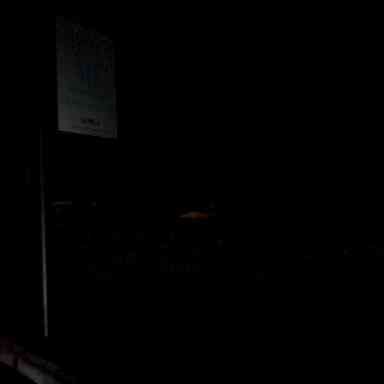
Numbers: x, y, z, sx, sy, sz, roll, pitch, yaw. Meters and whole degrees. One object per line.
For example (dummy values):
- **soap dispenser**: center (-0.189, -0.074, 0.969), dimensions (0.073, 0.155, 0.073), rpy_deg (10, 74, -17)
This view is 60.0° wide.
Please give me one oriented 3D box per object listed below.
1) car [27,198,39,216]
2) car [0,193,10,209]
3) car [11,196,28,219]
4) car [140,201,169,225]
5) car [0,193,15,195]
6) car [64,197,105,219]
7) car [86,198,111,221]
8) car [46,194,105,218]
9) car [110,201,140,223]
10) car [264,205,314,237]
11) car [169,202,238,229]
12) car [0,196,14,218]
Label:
- **car**: center (-12.370, 1.461, 31.471), dimensions (2.231, 1.521, 4.892), rpy_deg (0, 0, 35)
- **car**: center (-25.928, 1.133, 41.152), dimensions (2.435, 2.045, 5.566), rpy_deg (1, 0, 35)
- **car**: center (-14.634, 1.454, 33.081), dimensions (2.097, 1.535, 5.008), rpy_deg (0, 0, 35)
- **car**: center (-1.040, 1.504, 23.458), dimensions (2.163, 1.488, 4.792), rpy_deg (0, 0, 35)
- **car**: center (-23.698, 1.152, 39.497), dimensions (2.435, 2.045, 5.566), rpy_deg (0, 0, 35)
- **car**: center (-7.840, 1.465, 28.264), dimensions (2.097, 1.535, 5.008), rpy_deg (0, 0, 35)
- **car**: center (-5.577, 1.468, 26.655), dimensions (2.097, 1.535, 5.008), rpy_deg (0, 0, 35)
- **car**: center (-10.122, 1.211, 29.844), dimensions (2.435, 2.045, 5.566), rpy_deg (0, 0, 35)
- **car**: center (-3.314, 1.472, 25.048), dimensions (2.231, 1.521, 4.892), rpy_deg (0, 0, 35)
- **car**: center (5.714, 1.512, 18.586), dimensions (2.163, 1.488, 4.792), rpy_deg (0, 0, 35)
- **car**: center (1.098, 1.474, 21.675), dimensions (1.946, 1.575, 5.366), rpy_deg (0, 0, 35)
- **car**: center (-16.787, 1.443, 34.845), dimensions (1.946, 1.575, 5.366), rpy_deg (0, 0, 35)
